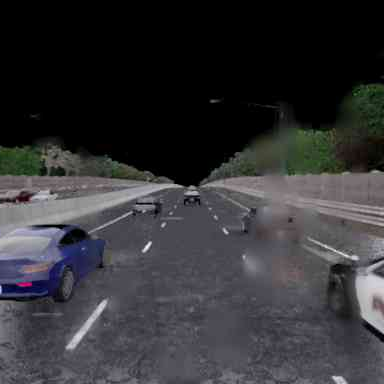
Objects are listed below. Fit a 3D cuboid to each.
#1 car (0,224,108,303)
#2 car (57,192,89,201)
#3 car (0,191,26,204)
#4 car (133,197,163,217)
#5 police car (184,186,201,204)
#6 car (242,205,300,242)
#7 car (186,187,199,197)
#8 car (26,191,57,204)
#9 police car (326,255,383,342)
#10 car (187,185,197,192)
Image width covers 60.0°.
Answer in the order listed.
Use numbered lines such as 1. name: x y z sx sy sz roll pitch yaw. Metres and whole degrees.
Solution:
1. car: -3.397 1.487 7.997 1.812 1.442 4.674 0 1 0
2. car: -13.986 0.707 39.824 1.895 1.301 4.718 0 2 0
3. car: -20.986 0.576 39.794 1.882 1.535 5.008 0 2 0
4. car: -3.390 1.094 25.965 2.128 1.511 4.902 0 2 0
5. police car: 0.011 0.527 39.372 1.930 1.638 5.238 0 2 0
6. car: 3.506 1.362 15.451 1.837 1.490 4.892 0 1 0
7. car: 0.120 -0.056 55.357 2.128 1.511 4.902 0 2 0
8. car: -17.487 0.622 39.700 1.812 1.442 4.674 0 2 0
9. police car: 3.502 1.491 4.461 2.038 1.542 4.974 0 0 0
10. car: 0.026 -0.709 73.599 1.994 1.385 4.181 0 2 0
